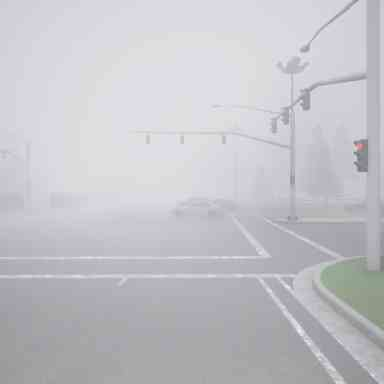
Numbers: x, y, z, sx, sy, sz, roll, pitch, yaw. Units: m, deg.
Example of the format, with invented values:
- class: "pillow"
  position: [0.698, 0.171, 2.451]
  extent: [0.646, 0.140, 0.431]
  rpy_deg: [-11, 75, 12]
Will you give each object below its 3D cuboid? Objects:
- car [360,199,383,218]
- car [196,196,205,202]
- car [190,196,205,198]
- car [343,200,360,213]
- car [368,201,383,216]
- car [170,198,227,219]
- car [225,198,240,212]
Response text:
- class: "car"
  position: [17.920, 1.505, 29.203]
  extent: [4.892, 1.490, 1.837]
  rpy_deg: [0, 0, -1]
- class: "car"
  position: [1.828, 1.540, 75.063]
  extent: [2.033, 1.411, 5.357]
  rpy_deg: [0, 0, 0]
- class: "car"
  position: [0.336, 1.352, 37.308]
  extent: [2.097, 1.767, 4.553]
  rpy_deg: [1, 0, -42]
- class: "car"
  position: [19.092, 1.478, 36.216]
  extent: [5.008, 1.535, 1.882]
  rpy_deg: [0, 0, -1]
- class: "car"
  position: [20.151, 1.601, 32.728]
  extent: [4.718, 1.301, 1.895]
  rpy_deg: [0, 0, -1]
- class: "car"
  position: [0.438, 1.525, 29.011]
  extent: [4.674, 1.442, 1.812]
  rpy_deg: [0, 0, -1]
- class: "car"
  position: [3.236, 1.506, 38.692]
  extent: [4.892, 1.490, 1.837]
  rpy_deg: [0, 3, 40]
